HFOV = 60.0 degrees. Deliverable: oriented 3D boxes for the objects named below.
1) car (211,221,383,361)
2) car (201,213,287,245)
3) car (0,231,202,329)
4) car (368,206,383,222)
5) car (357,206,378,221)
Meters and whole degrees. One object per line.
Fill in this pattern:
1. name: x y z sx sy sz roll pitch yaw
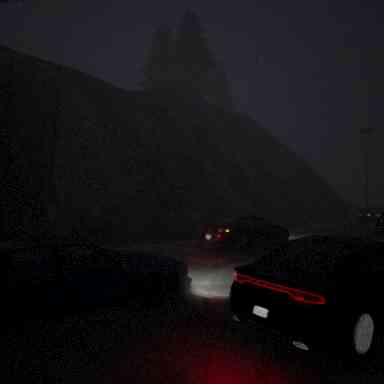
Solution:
1. car: 2.908 1.545 6.155 5.008 1.535 1.882 1 -1 -38
2. car: 2.410 1.649 14.815 4.674 1.442 1.812 1 0 -40
3. car: -2.602 1.567 6.253 5.357 1.411 2.033 1 0 -37
4. car: 12.042 1.742 19.026 4.892 1.490 1.837 1 0 -45
5. car: 15.344 1.874 27.667 2.033 1.411 5.357 0 -1 41
